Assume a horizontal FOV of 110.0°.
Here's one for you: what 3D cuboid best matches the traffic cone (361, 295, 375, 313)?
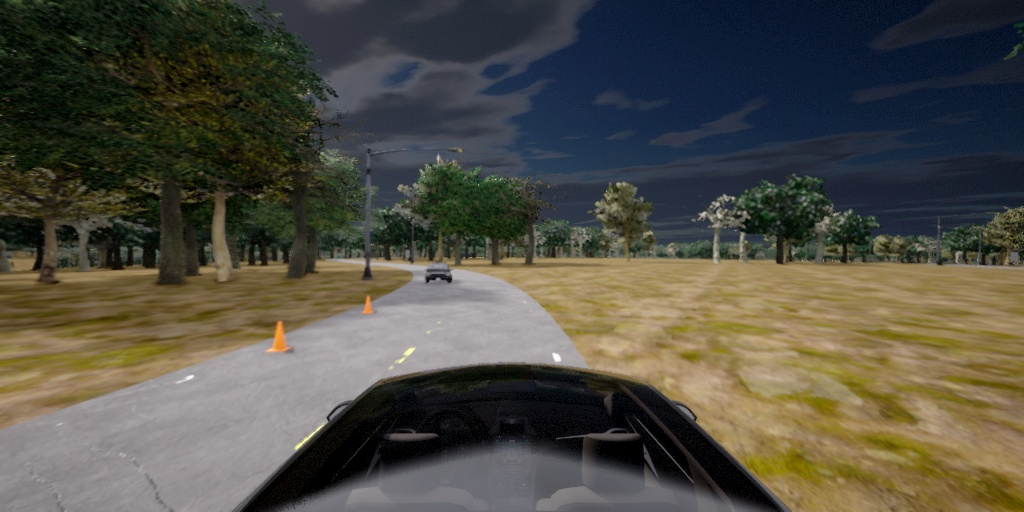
[{"bbox_3d":[-4.930,1.636,12.290,0.340,0.580,0.340,0,0,-3],"label":"traffic cone"}]

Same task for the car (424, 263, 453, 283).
[{"bbox_3d":[-5.526,1.199,27.000,2.033,1.411,5.357,1,0,-11],"label":"car"}]

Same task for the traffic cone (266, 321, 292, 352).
[{"bbox_3d":[-4.810,1.643,7.424,0.340,0.580,0.340,0,0,0],"label":"traffic cone"}]
